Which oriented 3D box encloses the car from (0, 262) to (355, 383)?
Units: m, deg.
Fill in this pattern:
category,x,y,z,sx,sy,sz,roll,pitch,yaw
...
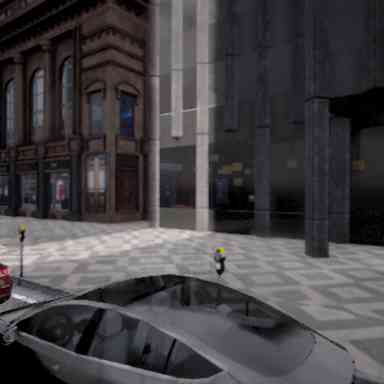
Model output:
category,x,y,z,sx,sy,sz,roll,pitch,yaw
car,-0.651,1.565,3.425,4.313,1.339,1.947,0,0,35
